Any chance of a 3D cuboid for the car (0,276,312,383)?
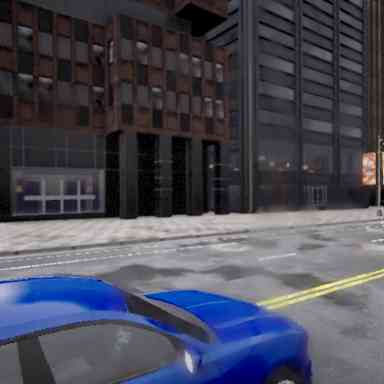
[{"bbox_3d":[-1.087,1.478,2.665,5.008,1.535,1.882,0,0,-35],"label":"car"}]
